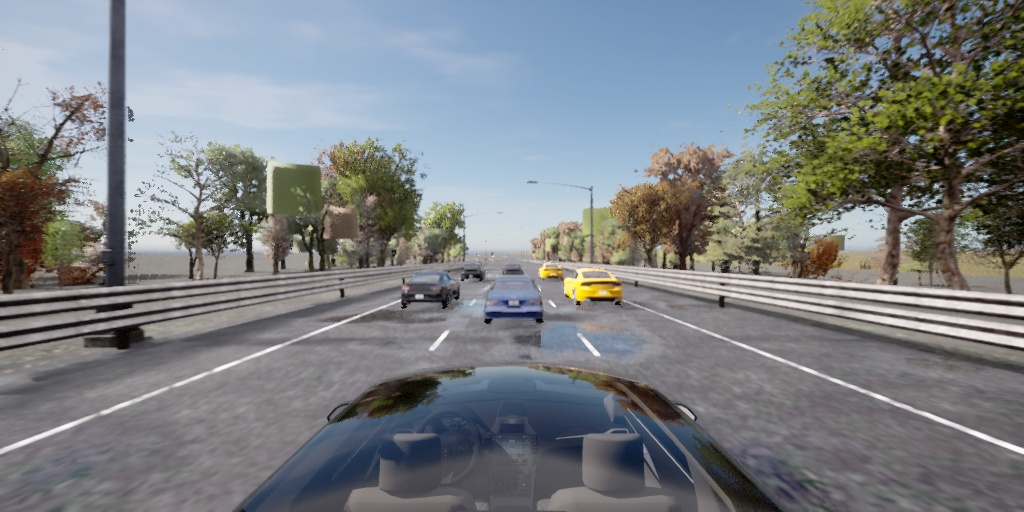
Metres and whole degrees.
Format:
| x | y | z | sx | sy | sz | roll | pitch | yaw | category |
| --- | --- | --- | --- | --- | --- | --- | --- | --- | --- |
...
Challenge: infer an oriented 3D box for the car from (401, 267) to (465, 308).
| x | y | z | sx | sy | sz | roll | pitch | yaw | category |
| --- | --- | --- | --- | --- | --- | --- | --- | --- | --- |
| -3.417 | 1.361 | 15.596 | 1.812 | 1.442 | 4.674 | 0 | 0 | 0 | car |

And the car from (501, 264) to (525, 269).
| x | y | z | sx | sy | sz | roll | pitch | yaw | category |
| --- | --- | --- | --- | --- | --- | --- | --- | --- | --- |
| 0.092 | 1.447 | 32.246 | 1.837 | 1.490 | 4.892 | 0 | 0 | 0 | car |

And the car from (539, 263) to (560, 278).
| x | y | z | sx | sy | sz | roll | pitch | yaw | category |
| --- | --- | --- | --- | --- | --- | --- | --- | --- | --- |
| 3.594 | 1.429 | 33.735 | 1.882 | 1.535 | 5.008 | 0 | 0 | 0 | car |

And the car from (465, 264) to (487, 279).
| x | y | z | sx | sy | sz | roll | pitch | yaw | category |
| --- | --- | --- | --- | --- | --- | --- | --- | --- | --- |
| -3.408 | 1.447 | 32.268 | 1.837 | 1.490 | 4.892 | 0 | 0 | 0 | car |

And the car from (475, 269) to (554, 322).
| x | y | z | sx | sy | sz | roll | pitch | yaw | category |
| --- | --- | --- | --- | --- | --- | --- | --- | --- | --- |
| 0.069 | 1.364 | 12.480 | 2.033 | 1.411 | 5.357 | 0 | 0 | 0 | car |

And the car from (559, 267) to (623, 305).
| x | y | z | sx | sy | sz | roll | pitch | yaw | category |
| --- | --- | --- | --- | --- | --- | --- | --- | --- | --- |
| 3.587 | 1.319 | 16.582 | 1.882 | 1.535 | 5.008 | 0 | 0 | 0 | car |
